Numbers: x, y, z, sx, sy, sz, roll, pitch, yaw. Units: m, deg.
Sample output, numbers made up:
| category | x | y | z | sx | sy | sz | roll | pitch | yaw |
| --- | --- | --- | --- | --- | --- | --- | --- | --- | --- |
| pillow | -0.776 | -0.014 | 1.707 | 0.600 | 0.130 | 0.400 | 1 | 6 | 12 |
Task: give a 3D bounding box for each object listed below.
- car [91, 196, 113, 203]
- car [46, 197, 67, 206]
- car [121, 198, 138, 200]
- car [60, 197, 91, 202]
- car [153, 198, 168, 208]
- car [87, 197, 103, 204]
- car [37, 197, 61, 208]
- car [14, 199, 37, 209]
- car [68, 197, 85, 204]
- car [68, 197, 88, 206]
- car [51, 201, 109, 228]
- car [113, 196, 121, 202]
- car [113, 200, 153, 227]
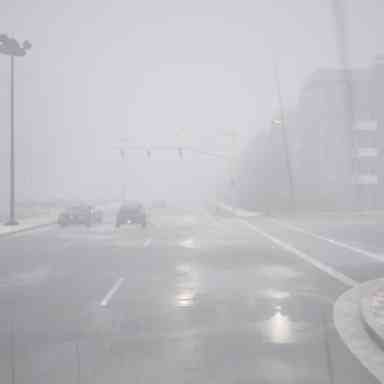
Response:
| category | x | y | z | sx | sy | sz | roll | pitch | yaw |
| --- | --- | --- | --- | --- | --- | --- | --- | --- | --- |
| car | -16.303 | 1.614 | 59.384 | 2.033 | 1.411 | 5.357 | 0 | 0 | 1 |
| car | -23.316 | 1.629 | 57.360 | 1.994 | 1.385 | 4.181 | 0 | 0 | 1 |
| car | -8.145 | 1.652 | 46.132 | 1.895 | 1.301 | 4.718 | 0 | 0 | -1 |
| car | -16.312 | 1.578 | 46.940 | 1.812 | 1.442 | 4.674 | 0 | 0 | 3 |
| car | -4.653 | 1.618 | 48.335 | 1.994 | 1.385 | 4.181 | 0 | 0 | 0 |
| car | -19.780 | 1.670 | 67.953 | 1.895 | 1.301 | 4.718 | 0 | 0 | 0 |
| car | -19.806 | 1.531 | 47.877 | 1.882 | 1.535 | 5.008 | 0 | 0 | 0 |
| car | -23.300 | 1.654 | 47.333 | 1.895 | 1.301 | 4.718 | 0 | 0 | 0 |
| car | -23.280 | 1.628 | 67.166 | 1.994 | 1.385 | 4.181 | 0 | 0 | 0 |
| car | -19.823 | 1.629 | 57.878 | 1.994 | 1.385 | 4.181 | 0 | 0 | 0 |
| car | -7.427 | 1.573 | 22.659 | 2.033 | 1.411 | 5.357 | 0 | 0 | -2 |
| car | -16.278 | 1.554 | 71.158 | 1.882 | 1.535 | 5.008 | 0 | 0 | 0 |
| car | -3.937 | 1.530 | 22.682 | 1.837 | 1.490 | 4.892 | 0 | 0 | -2 |
